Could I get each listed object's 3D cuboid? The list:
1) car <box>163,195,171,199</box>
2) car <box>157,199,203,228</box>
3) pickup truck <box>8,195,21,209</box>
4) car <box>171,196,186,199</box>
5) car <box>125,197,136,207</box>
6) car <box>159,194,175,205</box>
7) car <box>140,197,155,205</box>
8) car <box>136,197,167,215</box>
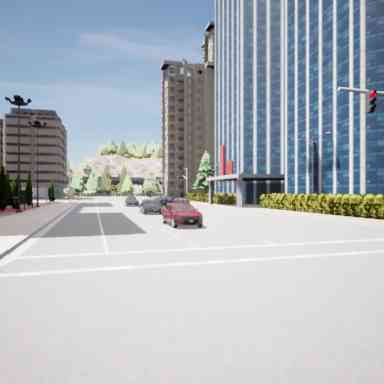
[{"bbox_3d":[-4.919,1.504,49.139,1.837,1.490,4.892,0,0,-16],"label":"car"},{"bbox_3d":[-0.753,1.477,22.355,1.882,1.535,5.008,0,0,-17],"label":"car"},{"bbox_3d":[-22.803,1.059,38.506,2.390,2.098,6.274,0,0,14],"label":"pickup truck"},{"bbox_3d":[-1.714,1.547,50.658,2.033,1.411,5.357,0,0,-16],"label":"car"},{"bbox_3d":[-9.403,1.510,51.726,1.837,1.490,4.892,0,0,-16],"label":"car"},{"bbox_3d":[-4.540,1.351,59.938,2.097,1.767,4.553,0,0,-17],"label":"car"},{"bbox_3d":[-7.912,1.600,58.997,1.895,1.301,4.718,0,0,-17],"label":"car"},{"bbox_3d":[-4.223,1.504,34.018,1.837,1.490,4.892,0,0,-17],"label":"car"}]
